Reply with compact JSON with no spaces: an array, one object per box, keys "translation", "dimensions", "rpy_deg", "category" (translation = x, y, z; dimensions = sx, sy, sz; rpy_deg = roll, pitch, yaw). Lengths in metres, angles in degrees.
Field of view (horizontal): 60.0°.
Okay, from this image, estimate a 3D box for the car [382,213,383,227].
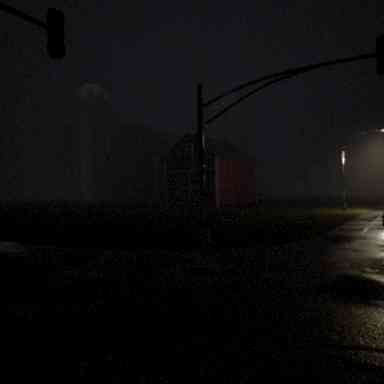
[{"translation":[12.500,1.272,19.674],"dimensions":[1.994,1.385,4.181],"rpy_deg":[-1,0,34],"category":"car"}]
